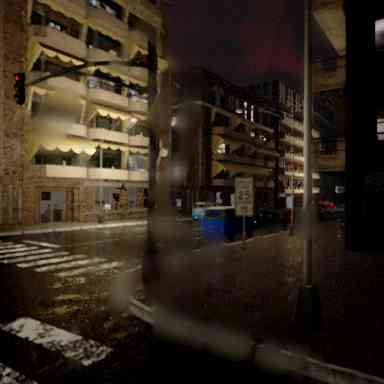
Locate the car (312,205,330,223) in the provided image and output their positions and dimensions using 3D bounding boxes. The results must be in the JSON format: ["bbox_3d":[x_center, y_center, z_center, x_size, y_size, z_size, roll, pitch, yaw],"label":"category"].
[{"bbox_3d":[11.644,2.227,32.459,2.008,1.369,4.403,-1,-2,35],"label":"car"}]

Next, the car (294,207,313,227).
[{"bbox_3d":[8.441,2.151,27.938,1.802,1.307,4.206,-1,-2,35],"label":"car"}]

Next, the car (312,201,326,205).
[{"bbox_3d":[24.019,2.877,64.360,1.802,1.307,4.206,-1,-2,35],"label":"car"}]

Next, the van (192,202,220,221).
[{"bbox_3d":[1.600,1.891,32.728,1.690,1.788,3.998,-1,-2,35],"label":"van"}]

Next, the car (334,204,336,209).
[{"bbox_3d":[30.425,3.051,73.400,1.887,1.381,4.507,-1,-2,35],"label":"car"}]

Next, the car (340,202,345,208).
[{"bbox_3d":[39.937,3.363,86.823,1.752,1.417,4.829,-1,-2,35],"label":"car"}]

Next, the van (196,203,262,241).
[{"bbox_3d":[2.174,1.697,18.807,1.690,1.788,3.998,-1,-2,35],"label":"van"}]

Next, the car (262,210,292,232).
[{"bbox_3d":[5.239,2.028,23.419,1.947,1.339,4.313,-1,-2,35],"label":"car"}]

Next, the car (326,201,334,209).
[{"bbox_3d":[27.221,2.716,68.885,2.192,1.841,5.009,-1,-2,35],"label":"car"}]
